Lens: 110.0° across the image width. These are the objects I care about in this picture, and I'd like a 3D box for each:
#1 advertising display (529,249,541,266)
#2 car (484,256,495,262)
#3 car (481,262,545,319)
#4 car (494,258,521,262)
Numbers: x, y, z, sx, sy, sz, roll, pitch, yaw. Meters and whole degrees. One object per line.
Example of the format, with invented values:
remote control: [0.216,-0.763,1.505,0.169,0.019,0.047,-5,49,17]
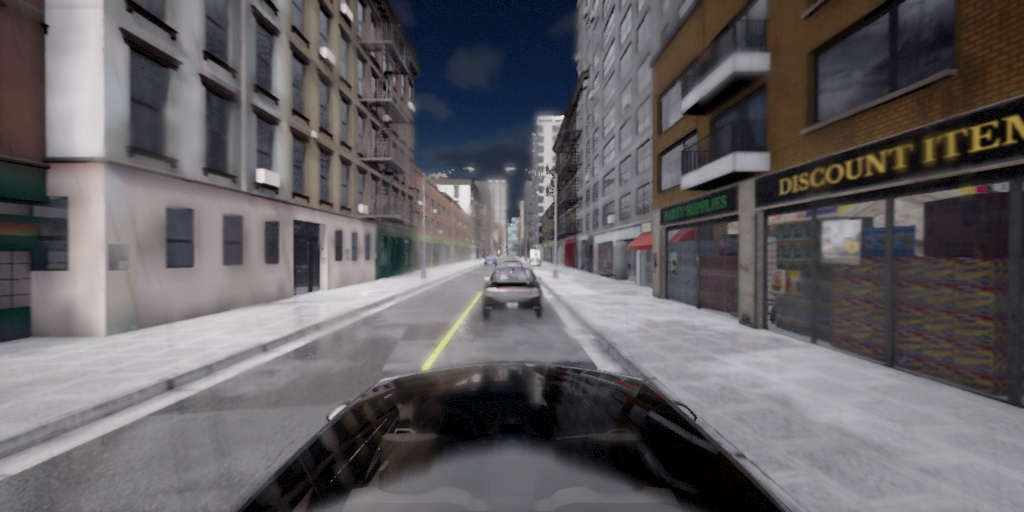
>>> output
advertising display: [3.072,0.281,47.016,1.540,2.440,0.280,0,0,0]
car: [-3.142,0.721,53.330,1.812,1.442,4.674,0,0,0]
car: [0.040,1.117,12.142,2.128,1.511,4.902,0,0,0]
car: [0.010,1.022,25.775,2.033,1.411,5.357,0,1,0]
